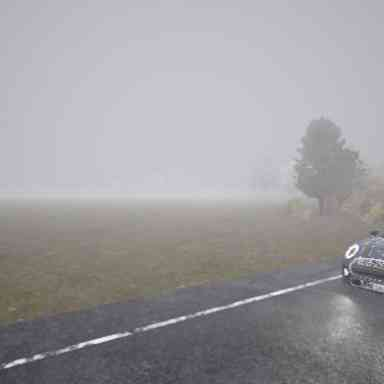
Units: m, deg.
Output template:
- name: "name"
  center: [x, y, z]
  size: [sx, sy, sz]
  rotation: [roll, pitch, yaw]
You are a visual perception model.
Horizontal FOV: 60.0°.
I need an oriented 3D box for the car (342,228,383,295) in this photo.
- name: "car"
  center: [5.626, 1.344, 8.006]
  size: [4.553, 1.767, 2.097]
  rotation: [0, 0, -35]
